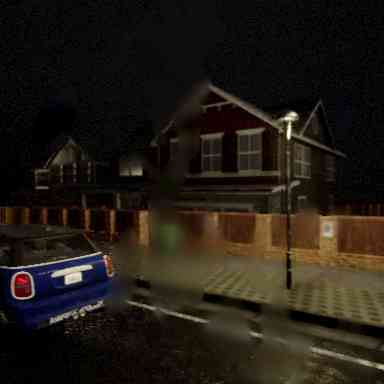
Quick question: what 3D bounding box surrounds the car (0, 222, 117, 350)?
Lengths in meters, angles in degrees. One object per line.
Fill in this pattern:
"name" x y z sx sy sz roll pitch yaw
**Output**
"car" -3.635 1.428 6.571 4.553 1.767 2.097 -1 0 35
